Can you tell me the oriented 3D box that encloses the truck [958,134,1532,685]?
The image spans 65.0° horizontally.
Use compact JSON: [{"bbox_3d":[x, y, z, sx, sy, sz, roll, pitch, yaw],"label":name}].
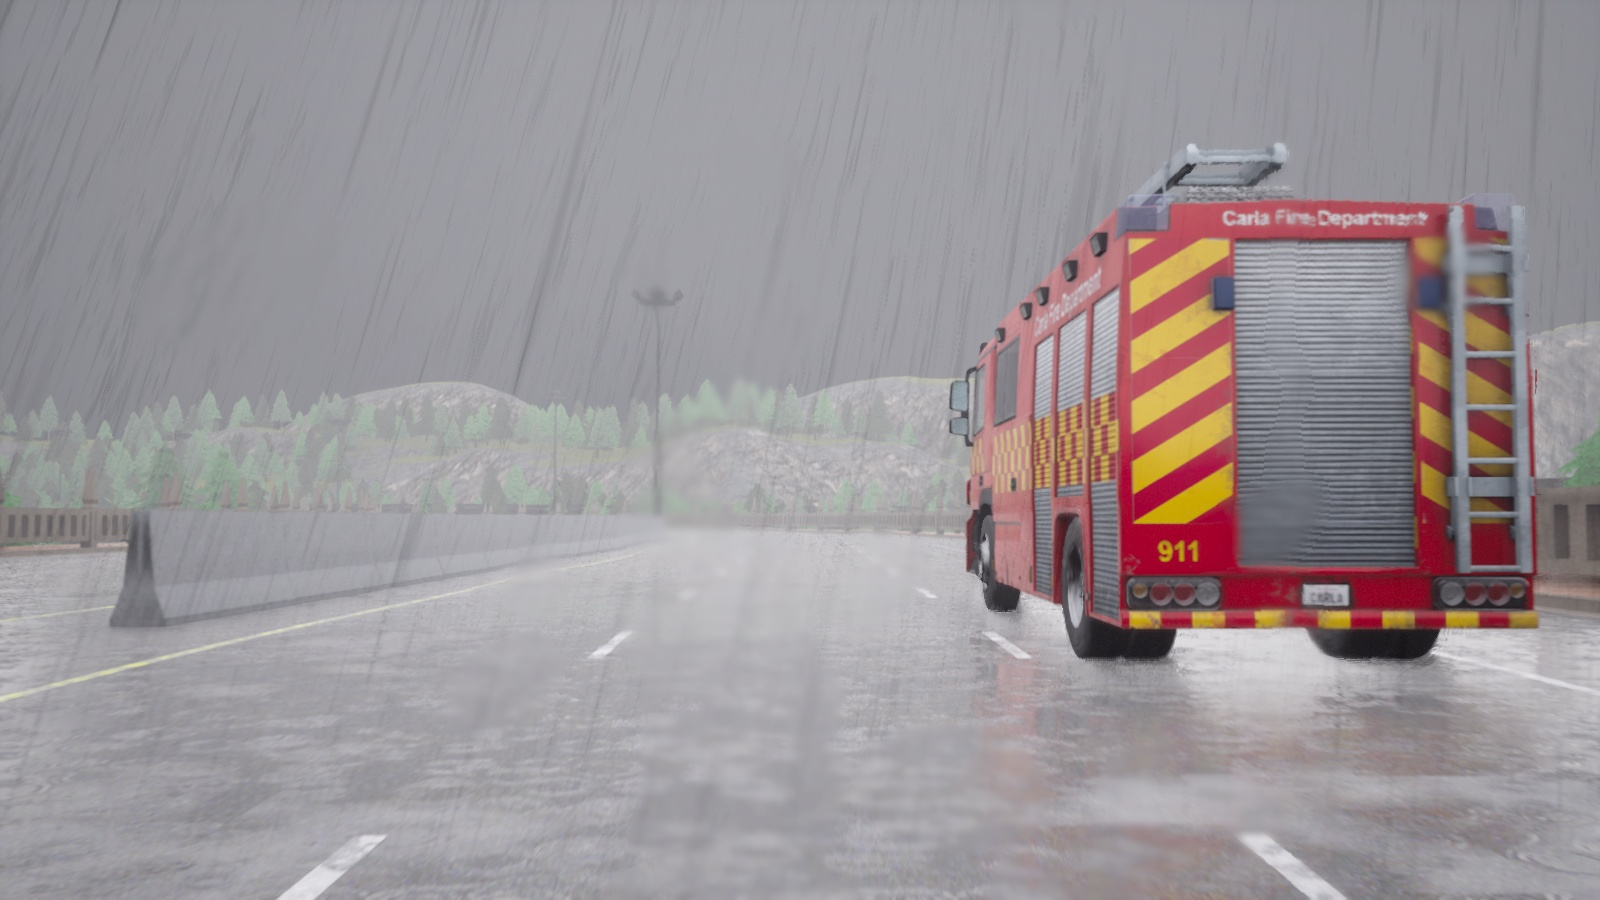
[{"bbox_3d":[3.591,-0.090,12.932,2.891,3.827,8.468,0,-3,0],"label":"truck"}]
